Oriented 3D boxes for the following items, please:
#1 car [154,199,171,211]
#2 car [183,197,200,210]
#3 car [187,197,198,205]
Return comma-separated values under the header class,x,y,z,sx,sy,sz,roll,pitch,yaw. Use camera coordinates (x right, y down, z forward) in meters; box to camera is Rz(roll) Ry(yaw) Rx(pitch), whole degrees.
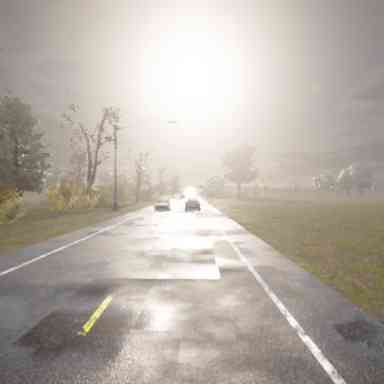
class,x,y,z,sx,sy,sz,roll,pitch,yaw
car,-3.592,1.601,41.435,2.033,1.411,5.357,0,0,0
car,0.100,1.621,44.155,1.994,1.385,4.181,0,0,0
car,0.099,1.622,62.502,2.033,1.411,5.357,0,0,0
